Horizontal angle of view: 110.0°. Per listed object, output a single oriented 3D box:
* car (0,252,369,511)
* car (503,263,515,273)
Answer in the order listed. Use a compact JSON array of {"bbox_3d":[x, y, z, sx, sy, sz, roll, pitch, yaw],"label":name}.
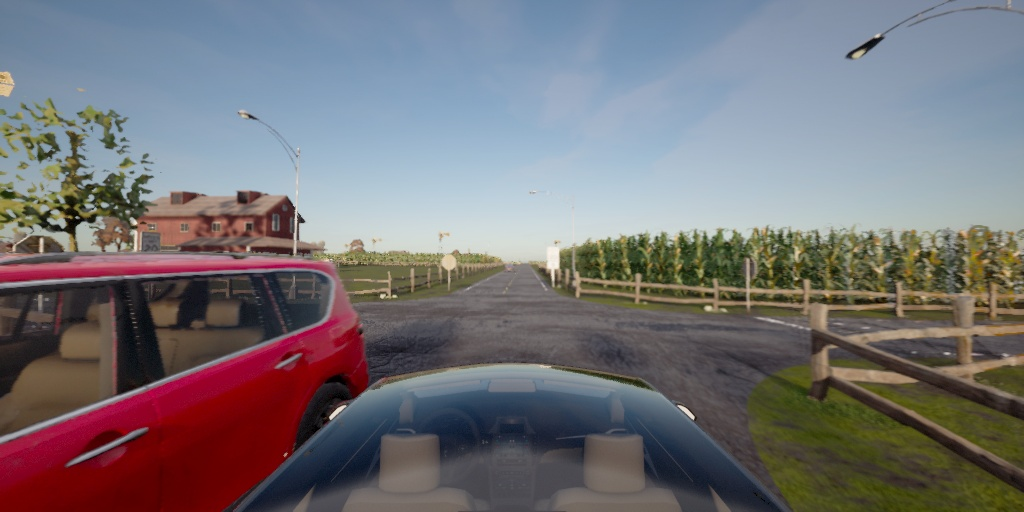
[{"bbox_3d":[-2.676,0.987,1.612,2.150,2.045,5.566,0,-1,2],"label":"car"},{"bbox_3d":[-0.399,1.951,60.151,1.812,1.442,4.674,0,-1,2],"label":"car"}]
